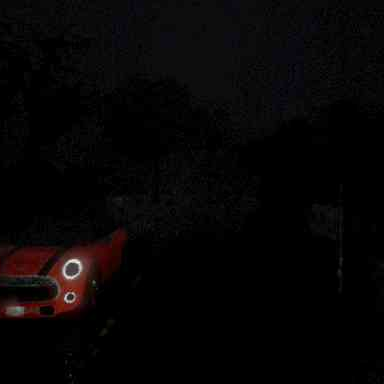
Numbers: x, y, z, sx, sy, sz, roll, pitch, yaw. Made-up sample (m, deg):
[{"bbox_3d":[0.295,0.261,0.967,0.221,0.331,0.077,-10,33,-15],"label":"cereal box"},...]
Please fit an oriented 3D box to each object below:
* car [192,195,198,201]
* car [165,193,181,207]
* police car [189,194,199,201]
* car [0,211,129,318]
[{"bbox_3d":[0.825,1.606,92.205,1.812,1.442,4.674,0,0,0],"label":"car"},{"bbox_3d":[-2.821,1.159,51.274,2.150,2.045,5.566,0,0,0],"label":"car"},{"bbox_3d":[0.825,1.460,82.311,1.930,1.638,5.238,0,0,0],"label":"police car"},{"bbox_3d":[-2.849,1.316,7.606,2.097,1.767,4.553,0,0,0],"label":"car"}]
